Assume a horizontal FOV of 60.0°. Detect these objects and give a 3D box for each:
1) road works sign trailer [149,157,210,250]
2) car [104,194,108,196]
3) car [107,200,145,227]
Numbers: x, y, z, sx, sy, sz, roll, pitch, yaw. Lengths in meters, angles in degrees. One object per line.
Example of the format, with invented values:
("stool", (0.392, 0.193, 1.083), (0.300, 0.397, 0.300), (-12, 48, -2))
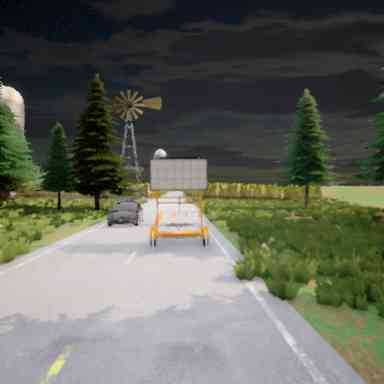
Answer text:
("road works sign trailer", (-0.530, 0.337, 13.817), (2.380, 3.560, 2.880), (0, 1, -2))
("car", (-20.300, 0.670, 75.070), (1.905, 1.878, 3.866), (-1, 1, -33))
("car", (-4.133, 1.336, 21.291), (1.837, 1.490, 4.892), (0, 1, -2))
